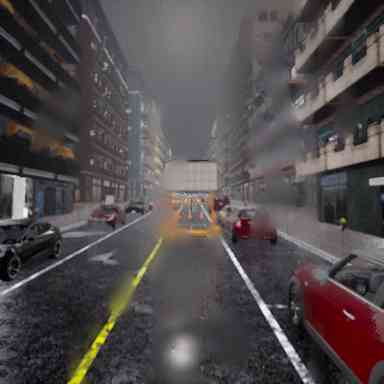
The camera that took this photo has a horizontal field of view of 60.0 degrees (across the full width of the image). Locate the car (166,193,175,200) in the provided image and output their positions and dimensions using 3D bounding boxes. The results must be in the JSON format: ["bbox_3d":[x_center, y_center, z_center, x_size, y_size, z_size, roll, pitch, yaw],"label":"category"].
[{"bbox_3d":[-5.311,1.129,83.260,1.752,1.417,4.829,2,0,0],"label":"car"}]

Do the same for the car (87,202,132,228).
[{"bbox_3d":[-5.296,1.478,21.122,1.802,1.307,4.206,2,0,0],"label":"car"}]

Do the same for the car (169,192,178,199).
[{"bbox_3d":[-5.306,0.869,94.759,2.192,1.841,5.009,2,0,0],"label":"car"}]

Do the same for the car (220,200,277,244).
[{"bbox_3d":[2.589,1.364,15.454,1.967,1.590,4.097,2,0,0],"label":"car"}]

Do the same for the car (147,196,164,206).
[{"bbox_3d":[-5.303,1.311,49.445,2.008,1.369,4.403,2,0,0],"label":"car"}]

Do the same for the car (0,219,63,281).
[{"bbox_3d":[-5.293,1.517,9.793,1.947,1.339,4.313,2,0,0],"label":"car"}]

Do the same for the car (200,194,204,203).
[{"bbox_3d":[2.578,1.285,49.611,1.752,1.417,4.829,2,0,0],"label":"car"}]

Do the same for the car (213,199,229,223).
[{"bbox_3d":[2.585,1.421,21.289,1.752,1.417,4.829,2,0,0],"label":"car"}]

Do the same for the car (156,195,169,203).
[{"bbox_3d":[-5.305,1.252,60.774,1.887,1.381,4.507,2,0,0],"label":"car"}]

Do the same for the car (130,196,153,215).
[{"bbox_3d":[-5.299,1.407,32.451,1.947,1.339,4.313,2,0,0],"label":"car"}]

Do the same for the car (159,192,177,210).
[{"bbox_3d":[-2.852,1.161,39.249,2.097,1.767,4.553,0,0,0],"label":"car"}]

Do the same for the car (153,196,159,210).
[{"bbox_3d":[-5.296,1.255,38.115,1.967,1.590,4.097,2,0,0],"label":"car"}]

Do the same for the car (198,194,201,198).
[{"bbox_3d":[2.574,1.273,60.771,1.947,1.339,4.313,2,0,0],"label":"car"}]

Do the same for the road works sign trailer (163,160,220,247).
[{"bbox_3d":[-0.026,0.392,14.522,2.380,3.560,2.880,0,0,0],"label":"road works sign trailer"}]

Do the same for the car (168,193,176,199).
[{"bbox_3d":[-5.312,1.104,88.925,1.752,1.417,4.829,2,0,0],"label":"car"}]

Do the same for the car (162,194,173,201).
[{"bbox_3d":[-5.308,1.198,72.104,1.887,1.381,4.507,2,0,0],"label":"car"}]

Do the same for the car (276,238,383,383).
[{"bbox_3d":[2.592,1.419,4.125,1.967,1.590,4.097,2,0,0],"label":"car"}]

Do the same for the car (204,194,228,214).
[{"bbox_3d":[2.589,1.156,32.447,2.192,1.841,5.009,2,0,0],"label":"car"}]

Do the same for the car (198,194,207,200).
[{"bbox_3d":[2.568,1.153,83.427,2.008,1.369,4.403,2,0,0],"label":"car"}]
